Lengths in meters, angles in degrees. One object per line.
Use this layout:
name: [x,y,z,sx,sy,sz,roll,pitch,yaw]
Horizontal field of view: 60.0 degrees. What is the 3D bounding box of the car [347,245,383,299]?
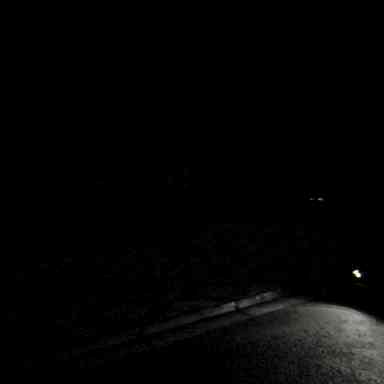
car: [5.714,1.490,7.455,5.357,1.411,2.033,0,0,-36]
